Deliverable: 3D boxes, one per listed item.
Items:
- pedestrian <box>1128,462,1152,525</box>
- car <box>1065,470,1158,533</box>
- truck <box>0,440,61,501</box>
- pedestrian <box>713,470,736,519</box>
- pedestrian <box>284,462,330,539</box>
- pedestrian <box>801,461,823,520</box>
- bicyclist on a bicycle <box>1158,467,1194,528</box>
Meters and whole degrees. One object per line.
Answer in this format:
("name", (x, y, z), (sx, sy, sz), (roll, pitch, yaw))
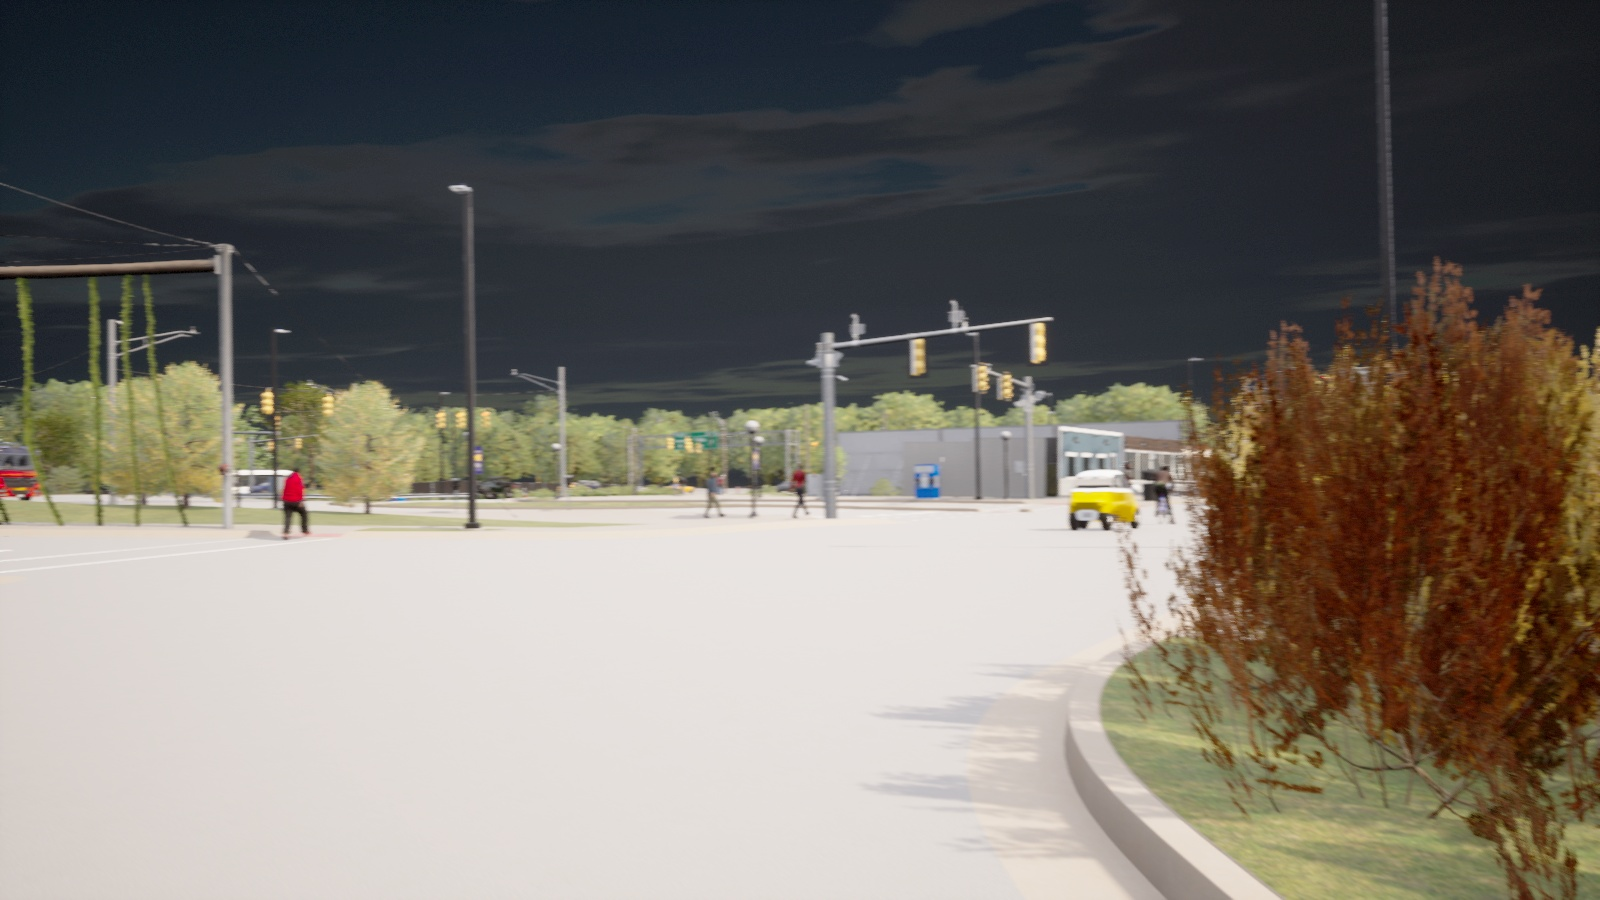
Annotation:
("pedestrian", (10.555, 1.342, 38.989), (0.666, 1.930, 0.402), (-1, -1, 17))
("car", (7.142, 1.177, 28.701), (1.481, 1.376, 2.207), (-2, -2, 30))
("truck", (-51.909, 1.287, 81.497), (8.468, 3.827, 2.891), (0, -1, 30))
("pedestrian", (-2.842, 1.674, 47.114), (0.726, 1.842, 0.402), (-1, -1, 30))
("pedestrian", (-12.035, 1.224, 30.694), (0.634, 1.844, 0.899), (-1, -1, 13))
("pedestrian", (0.383, 1.268, 39.856), (0.331, 1.846, 0.636), (-2, -1, 39))
("bicyclist on a bicycle", (10.256, 1.292, 34.227), (0.582, 1.620, 1.656), (-1, -3, 29))
